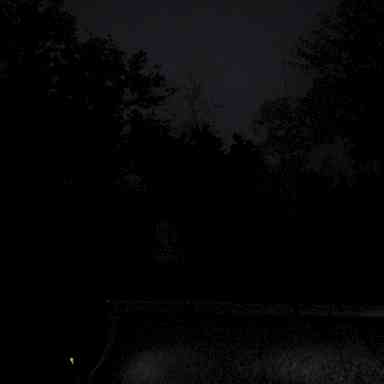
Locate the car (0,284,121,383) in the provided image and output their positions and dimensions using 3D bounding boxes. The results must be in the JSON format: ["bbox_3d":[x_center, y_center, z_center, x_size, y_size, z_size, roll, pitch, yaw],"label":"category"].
[{"bbox_3d":[-3.180,1.385,3.430,4.718,1.301,1.895,4,0,-2],"label":"car"}]
